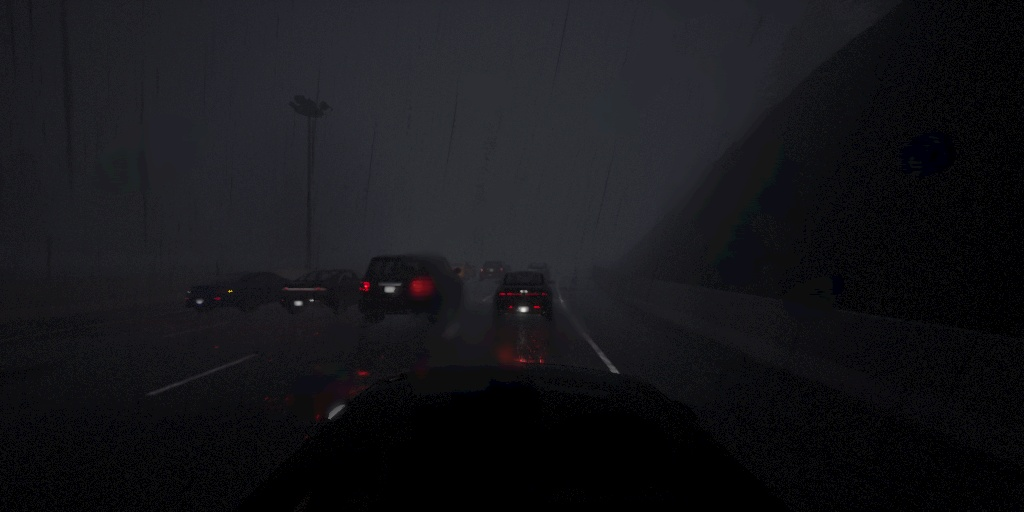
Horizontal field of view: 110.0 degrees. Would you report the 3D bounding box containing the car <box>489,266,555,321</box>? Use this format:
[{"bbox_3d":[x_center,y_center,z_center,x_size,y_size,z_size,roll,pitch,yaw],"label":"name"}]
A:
[{"bbox_3d":[0.448,1.271,12.591,1.837,1.490,4.892,0,0,3],"label":"car"}]

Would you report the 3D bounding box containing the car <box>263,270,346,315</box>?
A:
[{"bbox_3d":[-6.498,1.258,13.565,2.128,1.511,4.902,0,0,3],"label":"car"}]

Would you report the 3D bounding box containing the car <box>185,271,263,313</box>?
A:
[{"bbox_3d":[-9.991,1.291,13.948,1.812,1.442,4.674,0,0,3],"label":"car"}]

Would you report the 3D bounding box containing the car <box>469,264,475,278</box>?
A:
[{"bbox_3d":[-4.550,1.272,31.715,1.882,1.535,5.008,0,0,9],"label":"car"}]

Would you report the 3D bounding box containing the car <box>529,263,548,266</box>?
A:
[{"bbox_3d":[2.277,1.286,30.089,2.128,1.511,4.902,0,0,8],"label":"car"}]

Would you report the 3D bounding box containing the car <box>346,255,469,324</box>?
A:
[{"bbox_3d":[-3.092,0.986,12.157,2.150,2.045,5.566,0,0,3],"label":"car"}]

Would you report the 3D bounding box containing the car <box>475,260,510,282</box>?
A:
[{"bbox_3d":[-1.289,1.145,29.834,2.097,1.767,4.553,0,0,8],"label":"car"}]
